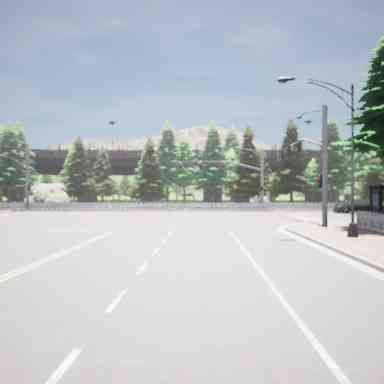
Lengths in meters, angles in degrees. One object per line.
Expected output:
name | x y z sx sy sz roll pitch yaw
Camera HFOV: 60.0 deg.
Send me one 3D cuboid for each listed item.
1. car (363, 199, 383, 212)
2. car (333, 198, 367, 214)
car | 20.431 1.708 34.113 4.181 1.385 1.994 0 0 2
car | 18.423 1.515 37.683 4.553 1.767 2.097 0 0 2
